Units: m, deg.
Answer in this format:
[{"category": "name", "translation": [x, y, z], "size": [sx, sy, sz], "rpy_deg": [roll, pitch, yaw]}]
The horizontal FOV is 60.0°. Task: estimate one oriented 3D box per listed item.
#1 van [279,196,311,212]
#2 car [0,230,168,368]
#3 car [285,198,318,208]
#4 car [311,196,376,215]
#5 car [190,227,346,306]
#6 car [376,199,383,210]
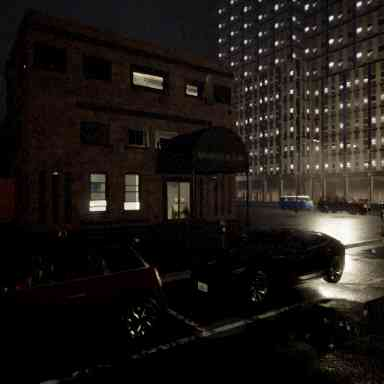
[{"category": "van", "translation": [11.726, 1.324, 37.590], "size": [1.690, 1.788, 3.998], "rpy_deg": [0, 0, -35]}, {"category": "car", "translation": [-2.475, 1.440, 4.802], "size": [4.097, 1.590, 1.967], "rpy_deg": [0, 0, -35]}, {"category": "car", "translation": [15.432, 1.512, 46.930], "size": [1.802, 1.307, 4.206], "rpy_deg": [0, 0, -35]}, {"category": "car", "translation": [14.896, 1.306, 33.045], "size": [2.192, 1.841, 5.009], "rpy_deg": [0, 0, -35]}, {"category": "car", "translation": [1.988, 1.565, 8.056], "size": [4.313, 1.339, 1.947], "rpy_deg": [0, 0, -35]}, {"category": "car", "translation": [21.771, 1.497, 37.840], "size": [2.008, 1.369, 4.403], "rpy_deg": [0, 0, -35]}]
